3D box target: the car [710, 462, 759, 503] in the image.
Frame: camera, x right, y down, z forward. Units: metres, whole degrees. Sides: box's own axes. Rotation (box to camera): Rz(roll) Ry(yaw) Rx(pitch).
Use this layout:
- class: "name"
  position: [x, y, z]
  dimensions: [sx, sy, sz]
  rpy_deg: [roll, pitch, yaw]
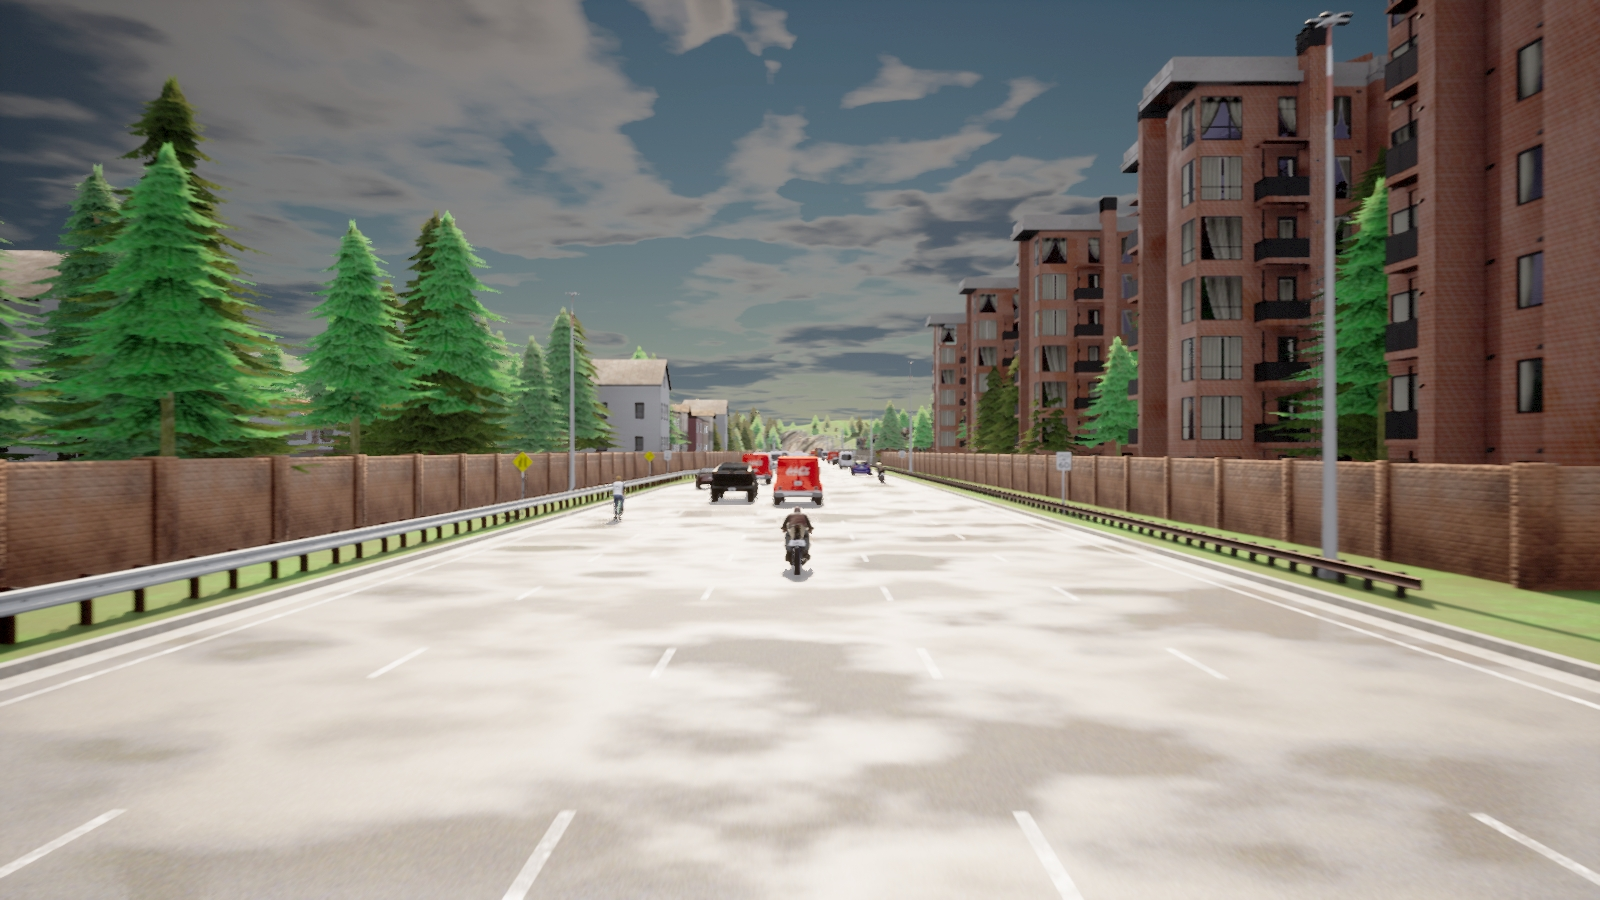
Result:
- class: "car"
  position: [-3.596, 1.755, 63.589]
  dimensions: [2.390, 2.098, 6.274]
  rpy_deg: [0, 0, 0]

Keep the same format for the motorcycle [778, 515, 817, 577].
- class: "motorcycle"
  position: [-0.061, 2.205, 26.525]
  dimensions: [0.867, 1.251, 2.209]
  rpy_deg: [0, 0, 0]

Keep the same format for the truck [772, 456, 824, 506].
- class: "truck"
  position: [-0.093, 1.569, 60.238]
  dimensions: [2.627, 2.467, 5.204]
  rpy_deg: [0, 0, 0]

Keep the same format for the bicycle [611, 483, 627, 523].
- class: "bicycle"
  position: [-7.079, 2.058, 44.764]
  dimensions: [0.373, 1.496, 1.643]
  rpy_deg: [0, 0, 0]
